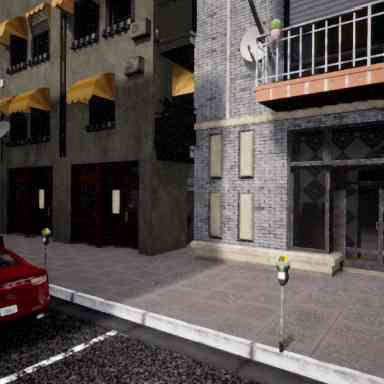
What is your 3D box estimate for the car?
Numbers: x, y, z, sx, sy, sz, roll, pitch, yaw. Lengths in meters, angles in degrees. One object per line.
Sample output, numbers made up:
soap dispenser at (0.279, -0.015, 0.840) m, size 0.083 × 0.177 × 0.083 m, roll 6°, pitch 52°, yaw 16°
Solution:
car at (-4.405, 1.544, 6.015) m, size 4.507 × 1.381 × 1.887 m, roll 0°, pitch 1°, yaw 36°
